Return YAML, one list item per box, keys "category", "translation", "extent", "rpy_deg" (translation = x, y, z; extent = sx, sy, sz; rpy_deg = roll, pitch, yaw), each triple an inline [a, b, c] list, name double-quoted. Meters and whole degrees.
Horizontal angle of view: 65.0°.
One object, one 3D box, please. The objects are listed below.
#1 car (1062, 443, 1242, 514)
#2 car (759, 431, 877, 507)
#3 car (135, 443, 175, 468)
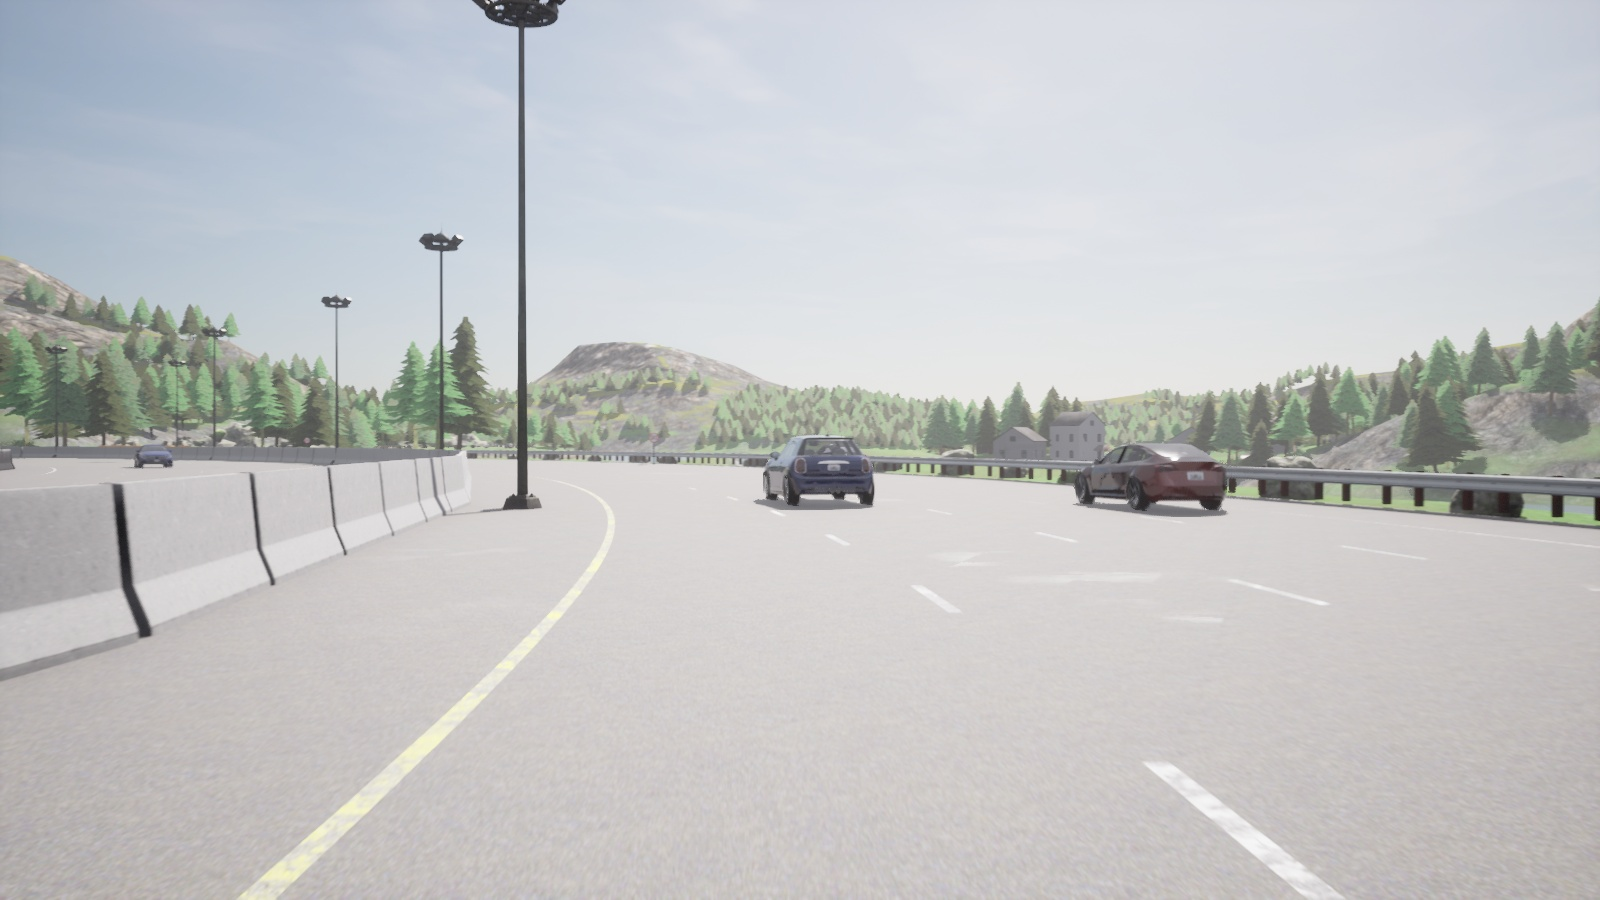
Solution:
- category: "car"
  translation: [7.978, 0.586, 29.055]
  extent: [2.163, 1.488, 4.792]
  rpy_deg: [0, 0, -10]
- category: "car"
  translation: [0.365, 0.426, 31.706]
  extent: [2.097, 1.767, 4.553]
  rpy_deg: [0, 0, -11]
- category: "car"
  translation: [-39.731, 0.319, 77.250]
  extent: [1.812, 1.442, 4.674]
  rpy_deg: [0, 0, -32]
